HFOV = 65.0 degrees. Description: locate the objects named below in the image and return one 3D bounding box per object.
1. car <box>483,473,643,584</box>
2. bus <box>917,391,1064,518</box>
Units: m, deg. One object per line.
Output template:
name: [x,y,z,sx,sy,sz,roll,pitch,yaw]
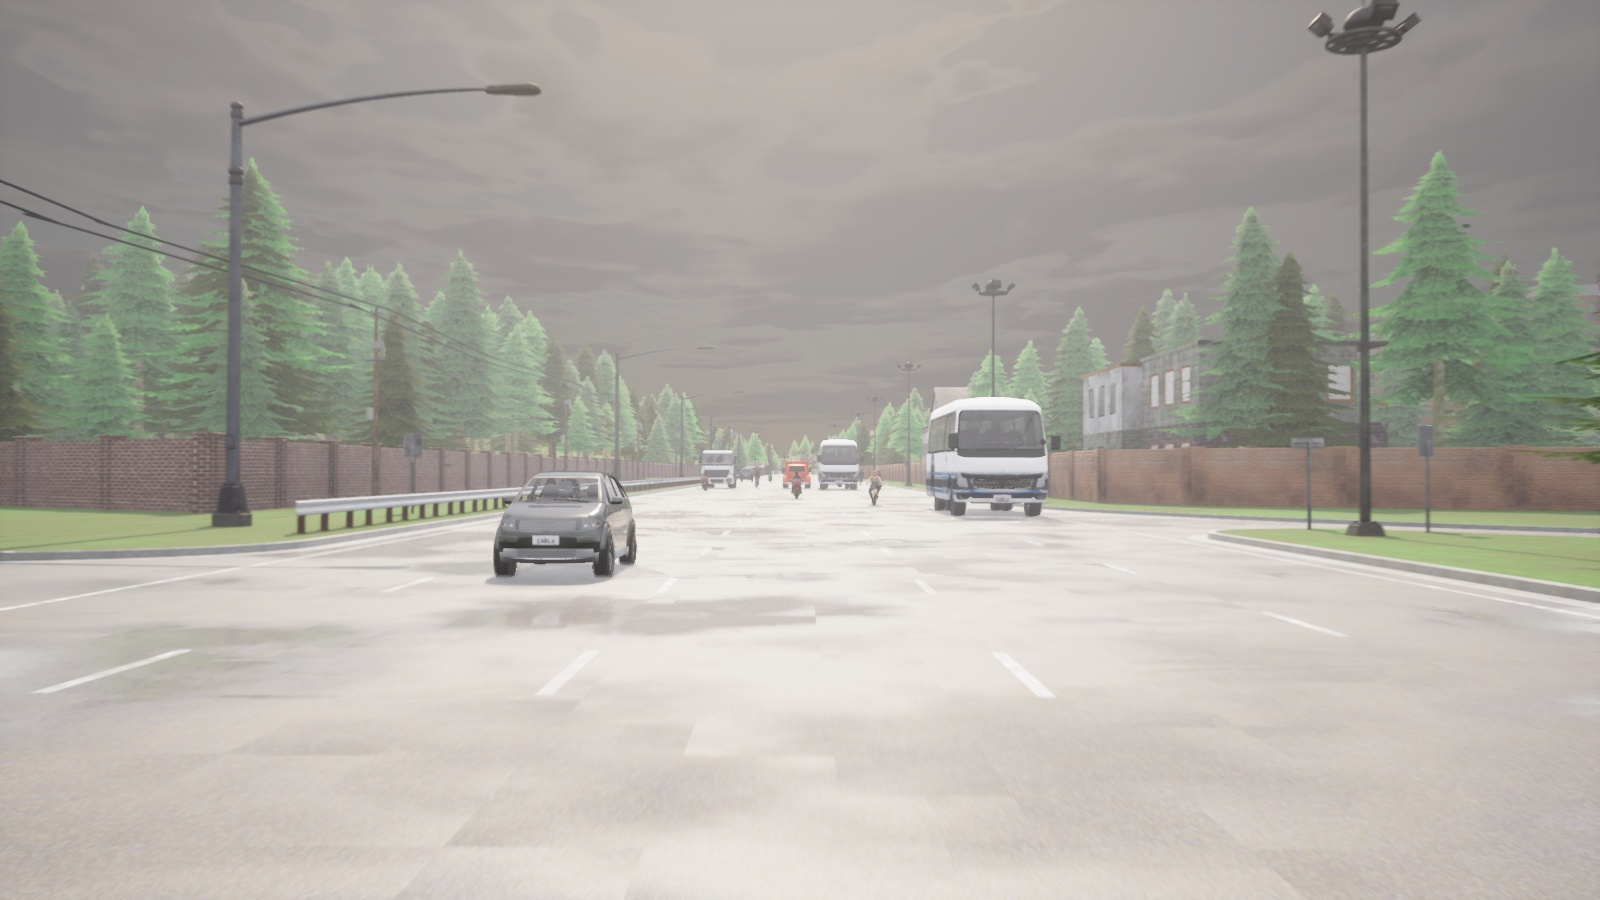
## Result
car: [-3.548,1.133,19.441,1.789,1.549,3.705,0,-1,0]
bus: [6.879,0.205,47.283,3.944,4.253,10.273,0,-1,0]
